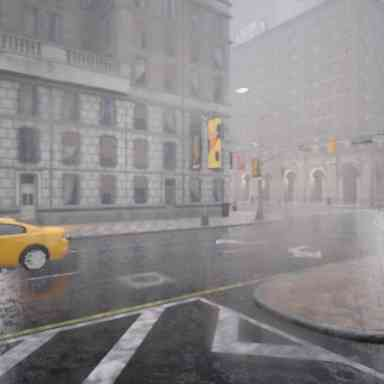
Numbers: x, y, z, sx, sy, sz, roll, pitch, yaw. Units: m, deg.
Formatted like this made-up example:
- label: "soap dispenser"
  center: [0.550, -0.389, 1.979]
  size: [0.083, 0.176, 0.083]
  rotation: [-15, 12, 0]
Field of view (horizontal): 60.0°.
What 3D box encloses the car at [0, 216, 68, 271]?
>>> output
- label: "car"
  center: [-6.166, 1.479, 9.405]
  size: [5.008, 1.535, 1.882]
  rotation: [0, 0, -35]
